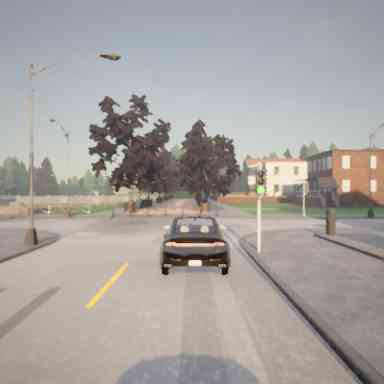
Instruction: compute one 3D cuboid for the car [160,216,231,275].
[{"bbox_3d":[0.086,1.496,10.410,2.128,1.511,4.902,0,0,0],"label":"car"}]
